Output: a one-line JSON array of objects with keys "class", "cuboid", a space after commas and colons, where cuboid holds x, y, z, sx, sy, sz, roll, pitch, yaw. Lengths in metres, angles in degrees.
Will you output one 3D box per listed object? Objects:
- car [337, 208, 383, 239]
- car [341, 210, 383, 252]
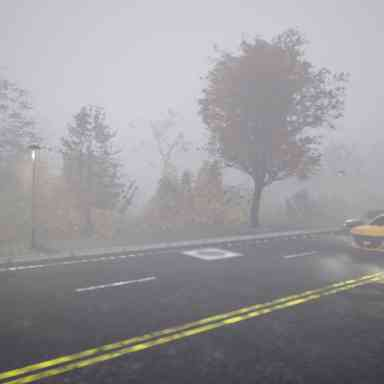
[{"class": "car", "cuboid": [10.968, 1.754, 19.495, 5.357, 1.411, 2.033, 1, 0, -35]}, {"class": "car", "cuboid": [8.485, 1.628, 13.732, 5.008, 1.535, 1.882, 1, 0, -35]}]
